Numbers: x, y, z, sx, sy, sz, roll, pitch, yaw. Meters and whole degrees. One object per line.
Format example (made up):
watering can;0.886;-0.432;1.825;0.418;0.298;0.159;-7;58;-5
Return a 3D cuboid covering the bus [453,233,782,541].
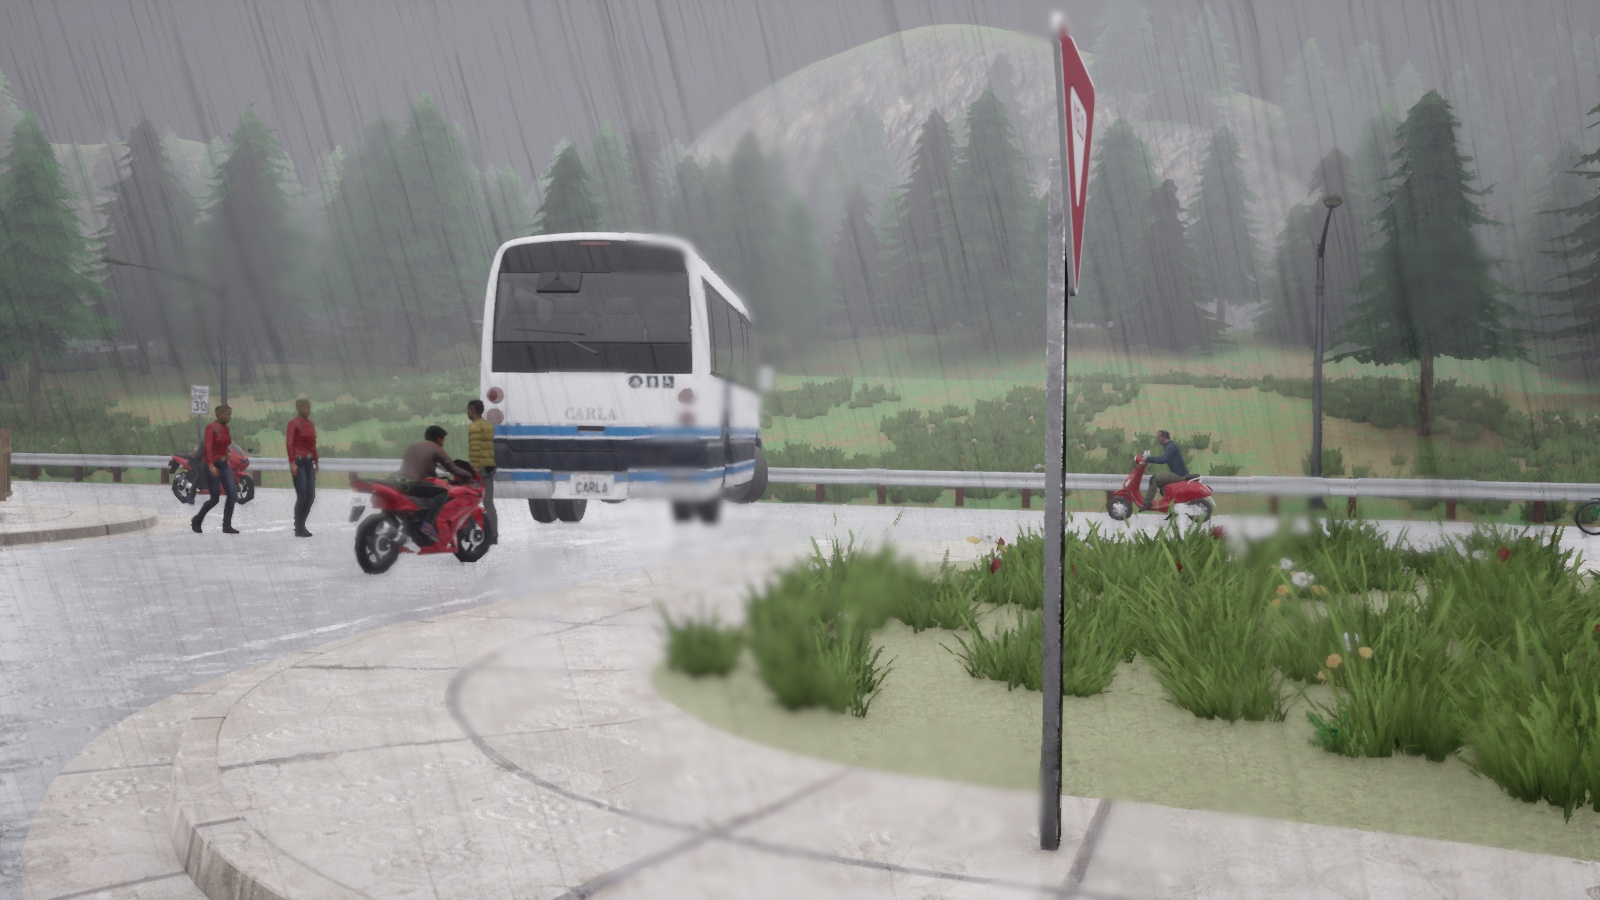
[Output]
bus;-2.630;-0.927;22.646;3.944;4.253;10.273;0;1;3

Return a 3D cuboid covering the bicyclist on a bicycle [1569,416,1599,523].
bicyclist on a bicycle;12.717;0.291;19.193;1.509;1.612;0.866;0;1;20

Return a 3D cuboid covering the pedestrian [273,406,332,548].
pedestrian;-6.586;0.349;16.620;0.636;1.846;0.331;0;1;20

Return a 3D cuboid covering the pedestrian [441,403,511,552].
pedestrian;-4.070;0.338;15.792;0.709;1.840;0.431;0;1;20

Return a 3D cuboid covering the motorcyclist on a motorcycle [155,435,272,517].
motorcyclist on a motorcycle;-11.264;0.486;24.119;2.044;1.523;0.797;0;1;20

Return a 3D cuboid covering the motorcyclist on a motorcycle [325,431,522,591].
motorcyclist on a motorcycle;-3.861;0.570;13.086;0.797;1.523;2.044;0;1;25

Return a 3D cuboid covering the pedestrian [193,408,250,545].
pedestrian;-7.925;0.354;17.194;0.636;1.846;0.331;0;1;20

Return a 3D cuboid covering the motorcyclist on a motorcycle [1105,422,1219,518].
motorcyclist on a motorcycle;6.221;0.334;21.537;1.817;1.590;0.866;0;1;20
